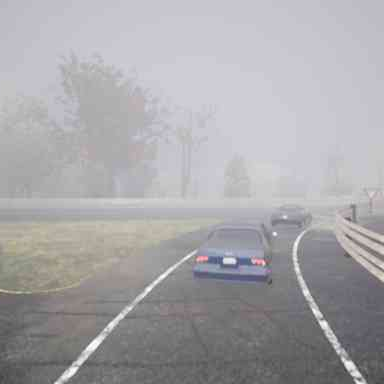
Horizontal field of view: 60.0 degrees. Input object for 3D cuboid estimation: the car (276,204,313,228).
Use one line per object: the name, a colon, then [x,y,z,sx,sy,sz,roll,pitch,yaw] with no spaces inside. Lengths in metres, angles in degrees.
car: [6.638,1.490,21.966,1.994,1.385,4.181,0,0,29]

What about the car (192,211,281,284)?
car: [1.409,1.514,9.554,2.033,1.411,5.357,0,0,14]
